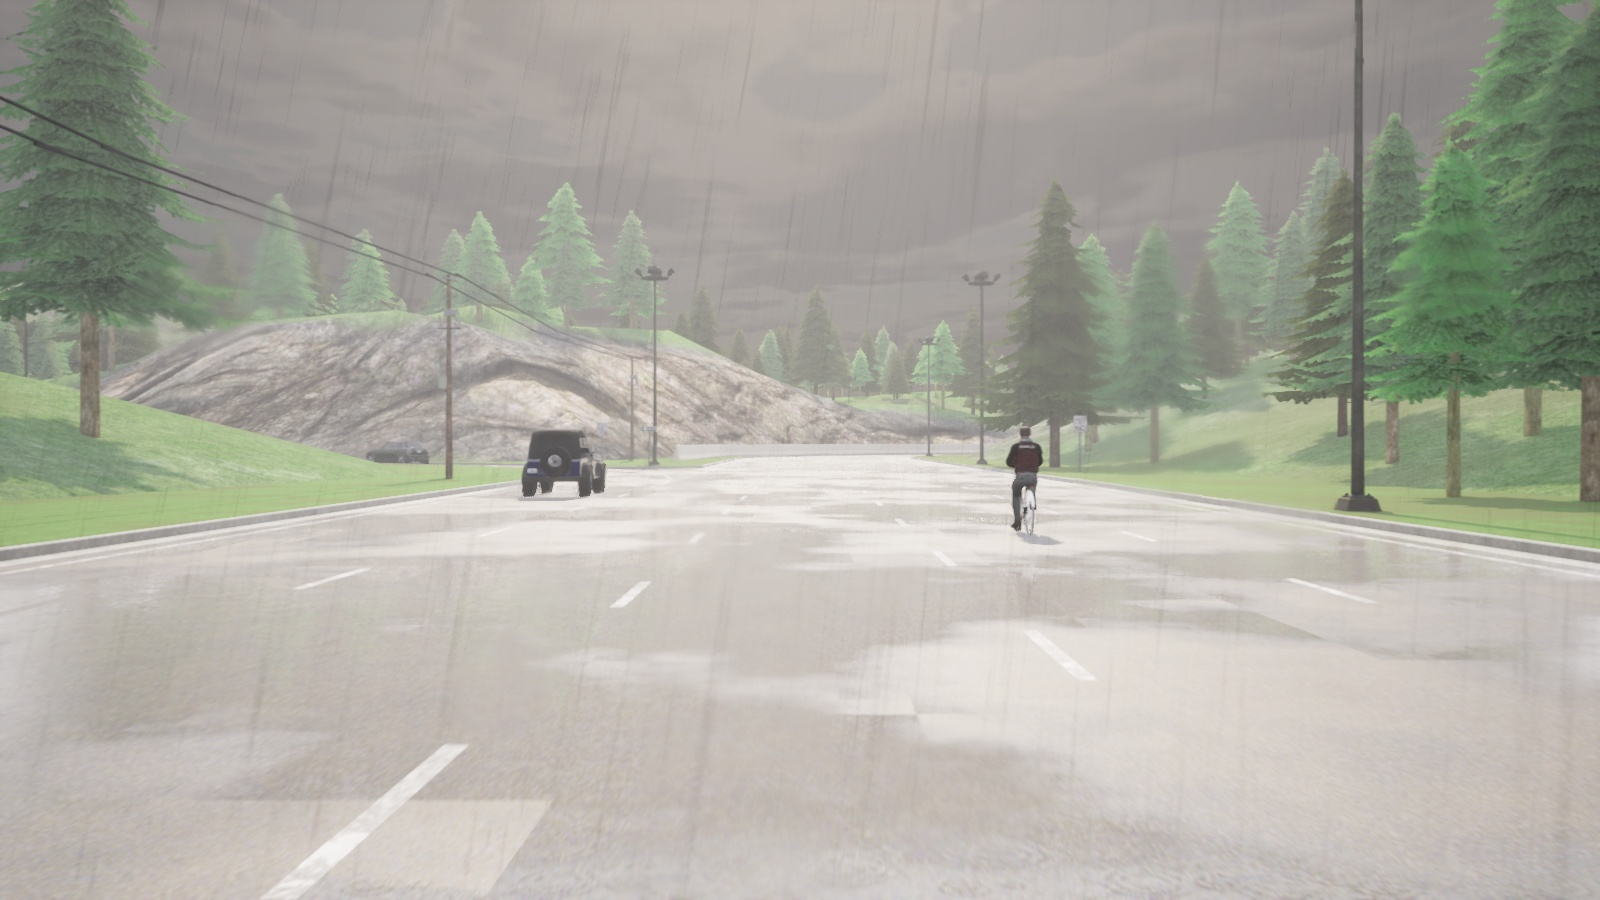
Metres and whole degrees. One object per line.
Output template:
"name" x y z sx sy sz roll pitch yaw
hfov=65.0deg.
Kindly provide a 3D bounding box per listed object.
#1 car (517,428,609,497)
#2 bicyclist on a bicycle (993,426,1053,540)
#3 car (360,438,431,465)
"car" -6.779 0.332 36.253 1.905 1.878 3.866 0 0 0
"bicyclist on a bicycle" 3.632 0.504 20.536 0.659 1.776 1.843 0 1 0
"car" -27.540 0.101 85.535 4.553 1.767 2.097 0 0 31
